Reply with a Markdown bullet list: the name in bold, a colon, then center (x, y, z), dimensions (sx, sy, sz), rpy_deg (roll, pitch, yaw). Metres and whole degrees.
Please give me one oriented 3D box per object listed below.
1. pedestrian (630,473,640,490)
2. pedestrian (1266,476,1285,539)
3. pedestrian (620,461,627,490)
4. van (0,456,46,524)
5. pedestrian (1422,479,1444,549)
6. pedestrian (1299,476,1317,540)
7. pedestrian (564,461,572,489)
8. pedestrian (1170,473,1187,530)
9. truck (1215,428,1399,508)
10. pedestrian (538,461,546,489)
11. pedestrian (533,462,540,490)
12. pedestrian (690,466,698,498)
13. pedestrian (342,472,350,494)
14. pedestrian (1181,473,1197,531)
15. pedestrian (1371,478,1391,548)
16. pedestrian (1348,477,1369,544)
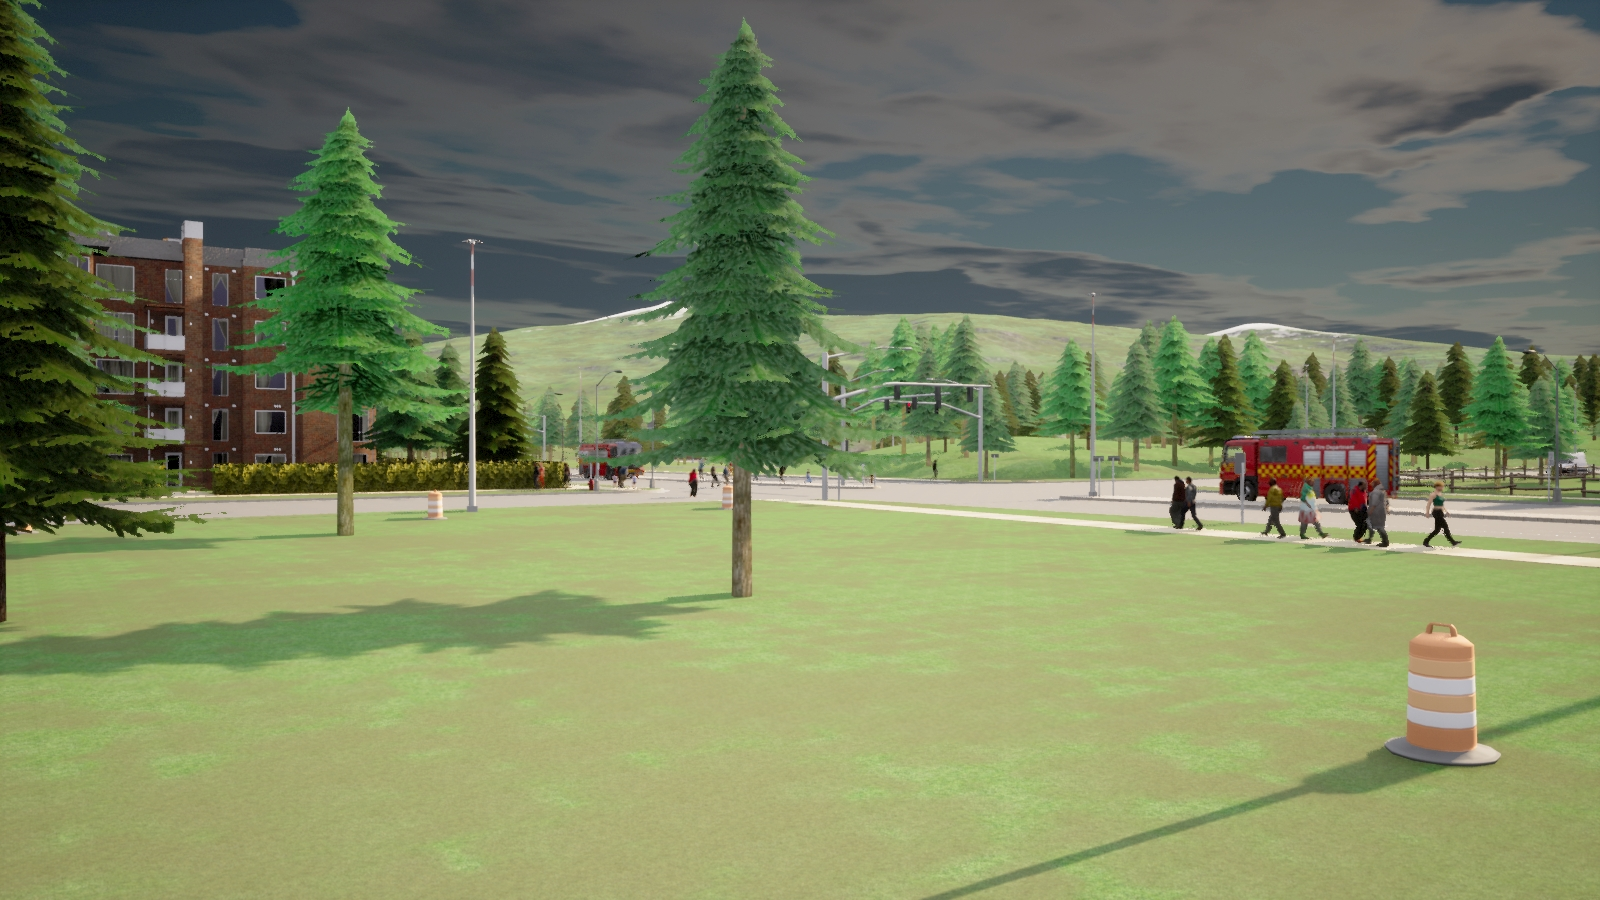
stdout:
- **pedestrian**: center (-10.943, 2.076, 75.747), dimensions (0.500, 1.100, 0.500), rpy_deg (0, 0, -30)
- **pedestrian**: center (14.077, 1.696, 33.826), dimensions (0.375, 1.860, 0.375), rpy_deg (0, 0, -32)
- **pedestrian**: center (-11.718, 1.697, 75.957), dimensions (0.375, 1.860, 0.375), rpy_deg (0, 0, -31)
- **van**: center (-32.244, 1.535, 43.439), dimensions (5.915, 2.561, 1.988), rpy_deg (0, 0, -35)
- **pedestrian**: center (16.874, 1.696, 30.452), dimensions (0.375, 1.860, 0.375), rpy_deg (0, 0, -32)
- **pedestrian**: center (14.945, 1.697, 33.608), dimensions (0.375, 1.860, 0.375), rpy_deg (0, 0, -40)
- **pedestrian**: center (-15.649, 1.696, 77.103), dimensions (0.375, 1.860, 0.375), rpy_deg (0, 0, -32)
- **pedestrian**: center (12.548, 1.696, 37.880), dimensions (0.375, 1.860, 0.375), rpy_deg (0, 0, -29)
- **truck**: center (26.148, 0.888, 59.370), dimensions (2.891, 3.827, 8.468), rpy_deg (0, 0, -34)
- **pedestrian**: center (-17.237, 1.696, 76.430), dimensions (0.375, 1.860, 0.375), rpy_deg (0, 0, -40)
- **pedestrian**: center (-17.475, 1.696, 75.729), dimensions (0.375, 1.860, 0.375), rpy_deg (0, 0, -35)
- **pedestrian**: center (-6.147, 1.859, 66.250), dimensions (0.375, 1.860, 0.375), rpy_deg (0, 0, -31)
- **pedestrian**: center (-27.437, 1.976, 69.031), dimensions (0.375, 1.300, 0.375), rpy_deg (0, 0, -36)
- **pedestrian**: center (12.671, 1.696, 37.216), dimensions (0.375, 1.860, 0.375), rpy_deg (0, 0, -39)
- **pedestrian**: center (15.775, 1.696, 31.006), dimensions (0.375, 1.860, 0.375), rpy_deg (0, 0, -40)
- **pedestrian**: center (15.770, 1.696, 32.265), dimensions (0.375, 1.860, 0.375), rpy_deg (0, 0, -31)
